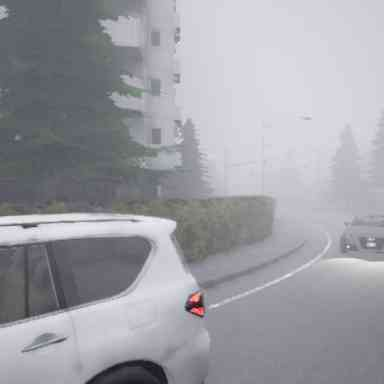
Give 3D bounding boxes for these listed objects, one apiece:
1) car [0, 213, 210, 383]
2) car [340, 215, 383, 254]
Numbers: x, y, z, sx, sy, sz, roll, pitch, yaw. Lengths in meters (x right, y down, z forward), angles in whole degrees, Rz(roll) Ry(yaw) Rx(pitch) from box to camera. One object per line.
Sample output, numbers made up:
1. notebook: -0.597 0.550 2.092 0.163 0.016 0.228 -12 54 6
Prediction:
1. car: -2.402 1.254 2.398 5.566 2.045 2.150 0 0 -37
2. car: 7.039 1.602 13.035 1.994 1.385 4.181 -1 0 29
